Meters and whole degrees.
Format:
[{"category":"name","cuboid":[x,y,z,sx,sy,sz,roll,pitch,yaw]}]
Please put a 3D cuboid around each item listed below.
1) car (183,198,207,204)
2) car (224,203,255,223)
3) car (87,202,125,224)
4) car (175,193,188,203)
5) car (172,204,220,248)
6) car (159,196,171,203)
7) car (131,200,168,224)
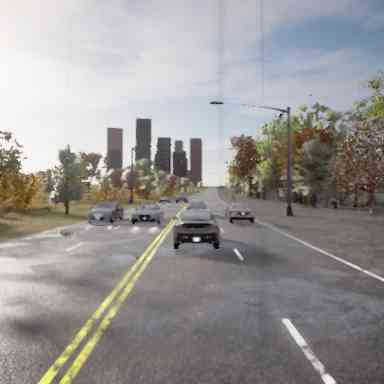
[{"category":"car","cuboid":[0.435,1.497,31.745,1.994,1.385,4.181,0,0,1]},{"category":"car","cuboid":[3.572,1.528,25.439,2.033,1.411,5.357,0,0,1]},{"category":"car","cuboid":[-6.384,1.490,25.068,2.128,1.511,4.902,0,0,1]},{"category":"car","cuboid":[-1.983,1.142,64.771,2.150,2.045,5.566,0,0,3]},{"category":"car","cuboid":[0.186,1.509,14.770,1.837,1.490,4.892,0,0,0]},{"category":"car","cuboid":[-5.225,1.453,64.942,2.033,1.411,5.357,0,0,3]},{"category":"car","cuboid":[-3.147,1.563,24.274,1.994,1.385,4.181,0,0,1]}]
